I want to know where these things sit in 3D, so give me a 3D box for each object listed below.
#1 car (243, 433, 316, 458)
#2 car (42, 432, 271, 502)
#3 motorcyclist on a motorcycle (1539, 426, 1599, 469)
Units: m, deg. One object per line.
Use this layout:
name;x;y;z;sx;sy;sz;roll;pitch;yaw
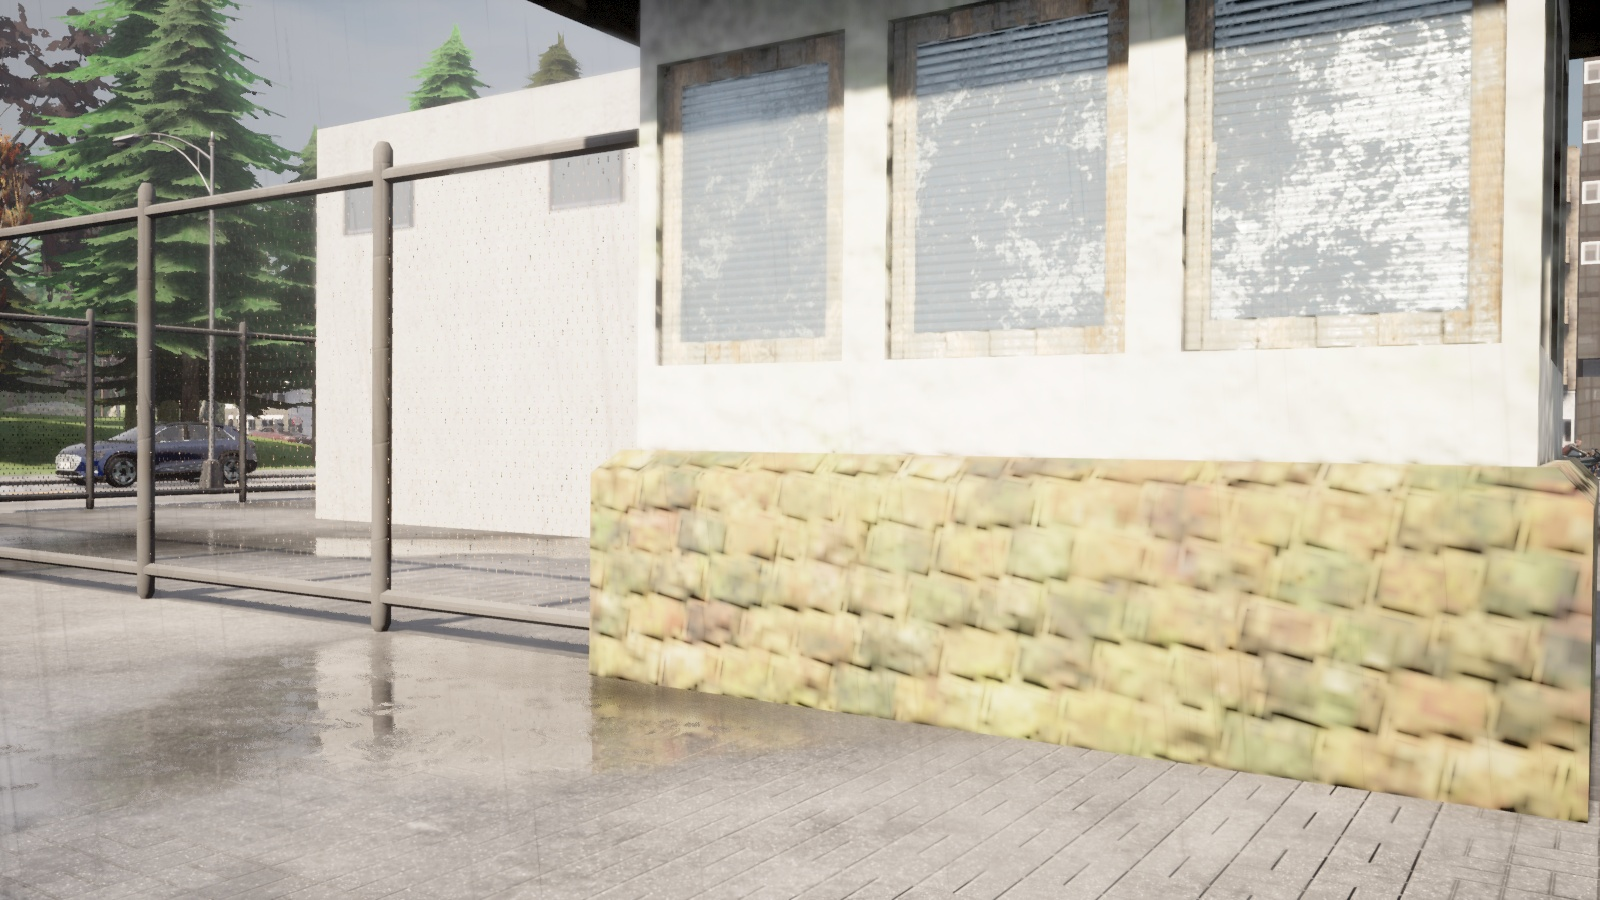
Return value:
car;-35.662;-0.342;86.031;5.027;1.651;2.152;0;1;33
car;-16.338;0.370;32.162;2.033;1.649;4.856;0;1;32
motorcyclist on a motorcycle;27.890;-0.103;45.186;2.191;1.530;0.866;0;1;33
